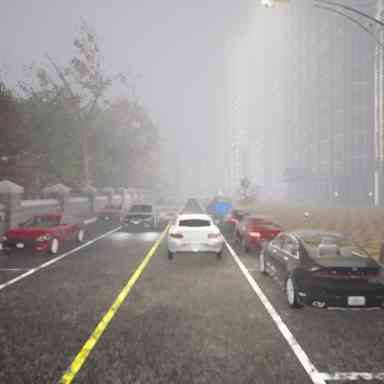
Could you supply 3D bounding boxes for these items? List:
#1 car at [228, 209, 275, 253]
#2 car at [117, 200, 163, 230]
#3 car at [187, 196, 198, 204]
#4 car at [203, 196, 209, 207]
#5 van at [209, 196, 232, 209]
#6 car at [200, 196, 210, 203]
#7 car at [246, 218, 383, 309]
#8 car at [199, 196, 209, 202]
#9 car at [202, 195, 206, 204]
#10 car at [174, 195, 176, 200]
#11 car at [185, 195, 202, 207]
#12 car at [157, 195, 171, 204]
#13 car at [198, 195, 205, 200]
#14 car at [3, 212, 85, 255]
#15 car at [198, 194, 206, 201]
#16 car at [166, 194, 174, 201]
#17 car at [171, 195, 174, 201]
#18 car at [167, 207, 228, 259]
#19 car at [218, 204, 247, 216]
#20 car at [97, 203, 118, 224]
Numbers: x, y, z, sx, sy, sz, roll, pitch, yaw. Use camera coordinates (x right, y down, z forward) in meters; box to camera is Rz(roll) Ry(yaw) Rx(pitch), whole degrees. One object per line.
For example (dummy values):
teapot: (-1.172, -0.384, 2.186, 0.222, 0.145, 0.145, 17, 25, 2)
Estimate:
car: (2.690, 1.563, 13.260, 1.802, 1.307, 4.206, 0, 0, 0)
car: (-3.098, 1.478, 20.892, 1.837, 1.490, 4.892, 0, 0, 0)
car: (0.099, 1.499, 64.045, 2.033, 1.411, 5.357, 0, 0, 0)
car: (2.689, 1.541, 41.420, 1.802, 1.307, 4.206, 0, 0, 0)
van: (2.690, 1.306, 30.157, 1.690, 1.788, 3.998, 0, 0, 0)
car: (2.687, 1.534, 69.582, 1.802, 1.307, 4.206, 0, 0, 0)
car: (2.690, 1.540, 7.627, 2.008, 1.369, 4.403, 0, 0, 0)
car: (2.687, 1.506, 75.214, 2.008, 1.369, 4.403, 0, 0, 0)
car: (2.689, 1.537, 52.685, 1.802, 1.307, 4.206, 0, 0, 0)
car: (-5.693, 1.527, 80.845, 1.947, 1.339, 4.313, 0, 0, 0)
car: (0.100, 1.484, 44.401, 1.812, 1.442, 4.674, 0, 0, 0)
car: (-5.692, 1.518, 63.950, 1.947, 1.339, 4.313, 0, 0, 0)
car: (2.687, 1.498, 92.280, 1.752, 1.417, 4.829, 0, 0, 0)
car: (-5.690, 1.527, 13.259, 1.887, 1.381, 4.507, 0, 0, 0)
car: (2.687, 1.407, 86.478, 1.967, 1.590, 4.097, 0, 0, 0)
car: (-5.693, 1.407, 86.478, 1.967, 1.590, 4.097, 0, 0, 0)
car: (-5.693, 1.396, 75.213, 1.967, 1.590, 4.097, 0, 0, 0)
car: (0.073, 1.509, 12.459, 1.812, 1.442, 4.674, 0, 0, -1)
car: (2.690, 1.557, 18.892, 1.802, 1.307, 4.206, 0, 0, 0)
car: (-5.691, 1.515, 24.524, 1.887, 1.381, 4.507, 0, 0, 0)
